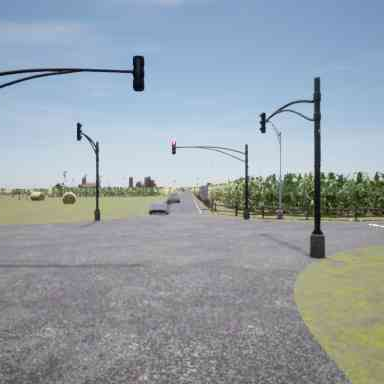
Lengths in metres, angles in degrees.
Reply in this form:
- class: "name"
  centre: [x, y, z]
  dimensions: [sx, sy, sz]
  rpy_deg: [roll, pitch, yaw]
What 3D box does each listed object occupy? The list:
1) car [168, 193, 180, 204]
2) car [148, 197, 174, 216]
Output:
- class: "car"
  centre: [-3.374, 1.220, 63.106]
  dimensions: [2.150, 2.045, 5.566]
  rpy_deg: [0, 2, 0]
- class: "car"
  centre: [-3.139, 1.554, 32.836]
  dimensions: [2.033, 1.411, 5.357]
  rpy_deg: [0, 0, -1]
